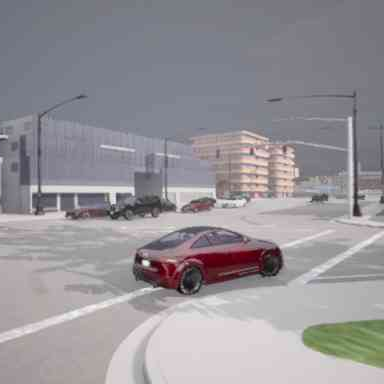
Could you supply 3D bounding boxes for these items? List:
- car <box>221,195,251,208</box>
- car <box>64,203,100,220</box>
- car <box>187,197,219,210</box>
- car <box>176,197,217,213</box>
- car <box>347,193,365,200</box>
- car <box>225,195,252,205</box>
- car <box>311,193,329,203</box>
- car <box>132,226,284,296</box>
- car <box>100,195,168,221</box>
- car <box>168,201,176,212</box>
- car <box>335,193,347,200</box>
[{"bbox_3d":[5.689,1.384,44.773,1.812,1.442,4.674,-1,1,35],"label":"car"},{"bbox_3d":[-8.799,1.708,30.230,2.033,1.411,5.357,-1,0,35],"label":"car"},{"bbox_3d":[1.559,1.445,44.984,1.837,1.490,4.892,-1,1,35],"label":"car"},{"bbox_3d":[0.617,1.560,37.550,1.812,1.442,4.674,-1,1,35],"label":"car"},{"bbox_3d":[31.103,0.863,62.394,1.895,1.301,4.718,-1,-1,35],"label":"car"},{"bbox_3d":[7.623,1.204,53.591,2.033,1.411,5.357,-1,1,36],"label":"car"},{"bbox_3d":[20.631,0.895,53.559,1.837,1.490,4.892,-1,1,35],"label":"car"},{"bbox_3d":[0.537,1.600,8.870,4.181,1.385,1.994,0,-1,-37],"label":"car"},{"bbox_3d":[-4.976,1.344,29.561,2.150,2.045,5.566,-1,0,36],"label":"car"},{"bbox_3d":[-3.510,1.665,37.771,1.994,1.385,4.181,-1,1,34],"label":"car"},{"bbox_3d":[30.833,0.918,68.278,1.895,1.301,4.718,-1,-1,35],"label":"car"}]
